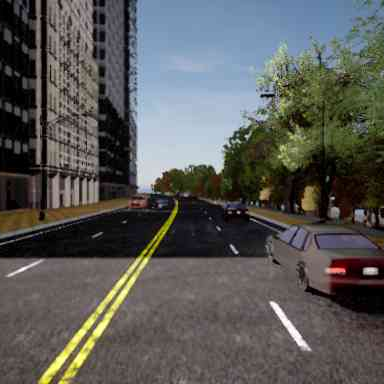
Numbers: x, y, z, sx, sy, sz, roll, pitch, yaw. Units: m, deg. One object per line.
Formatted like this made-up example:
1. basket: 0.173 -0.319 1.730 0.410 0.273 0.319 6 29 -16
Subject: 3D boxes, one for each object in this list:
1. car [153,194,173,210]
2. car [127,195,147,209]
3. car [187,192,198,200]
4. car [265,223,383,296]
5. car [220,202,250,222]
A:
1. car: -3.712 1.409 40.933 2.128 1.511 4.902 0 0 -1
2. car: -7.022 1.263 43.134 2.097 1.767 4.553 0 0 -1
3. car: 0.549 1.360 86.544 1.994 1.385 4.181 0 0 -4
4. car: 3.350 1.532 8.753 2.033 1.411 5.357 0 0 0
5. car: 3.275 1.496 26.052 2.033 1.411 5.357 0 0 -1
